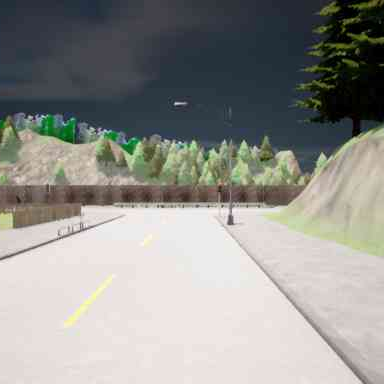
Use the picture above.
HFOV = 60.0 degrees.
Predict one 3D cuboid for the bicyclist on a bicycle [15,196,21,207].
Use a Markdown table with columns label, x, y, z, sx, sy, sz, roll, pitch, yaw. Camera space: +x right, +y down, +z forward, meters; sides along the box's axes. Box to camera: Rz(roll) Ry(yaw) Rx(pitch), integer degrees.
| label | x | y | z | sx | sy | sz | roll | pitch | yaw |
| --- | --- | --- | --- | --- | --- | --- | --- | --- | --- |
| bicyclist on a bicycle | -24.270 | 1.323 | 46.371 | 0.582 | 1.620 | 1.656 | 0 | 0 | 0 |
